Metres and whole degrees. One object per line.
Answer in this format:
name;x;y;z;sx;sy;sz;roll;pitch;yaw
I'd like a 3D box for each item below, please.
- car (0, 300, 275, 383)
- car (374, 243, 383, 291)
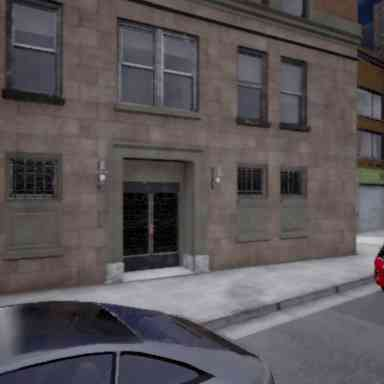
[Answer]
car;-1.333;1.564;2.122;4.181;1.385;1.994;1;0;-36
car;6.490;1.286;7.703;5.566;2.045;2.150;0;0;-35
